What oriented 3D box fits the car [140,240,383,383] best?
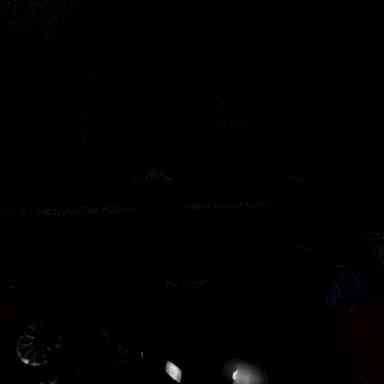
[{"bbox_3d":[1.443,1.574,4.408,4.181,1.385,1.994,0,0,-35],"label":"car"}]

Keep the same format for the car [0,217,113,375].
[{"bbox_3d":[-3.479,1.314,4.075,5.009,1.841,2.192,0,0,-35],"label":"car"}]

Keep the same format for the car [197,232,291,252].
[{"bbox_3d":[1.146,1.595,7.374,4.206,1.307,1.802,0,0,-35],"label":"car"}]
